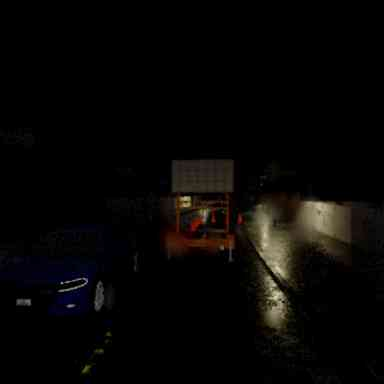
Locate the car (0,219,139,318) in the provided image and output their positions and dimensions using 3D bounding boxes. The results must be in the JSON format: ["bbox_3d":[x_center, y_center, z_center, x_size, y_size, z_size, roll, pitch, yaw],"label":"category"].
[{"bbox_3d":[-2.554,1.481,7.784,1.882,1.535,5.008,0,0,3],"label":"car"}]

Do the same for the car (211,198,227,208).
[{"bbox_3d":[4.054,1.567,47.924,1.882,1.535,5.008,0,0,15],"label":"car"}]

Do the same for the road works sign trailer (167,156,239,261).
[{"bbox_3d":[0.407,0.471,12.329,2.380,3.560,2.880,0,0,6],"label":"road works sign trailer"}]

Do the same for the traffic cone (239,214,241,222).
[{"bbox_3d":[3.602,1.979,25.061,0.340,0.580,0.340,0,0,6],"label":"traffic cone"}]
